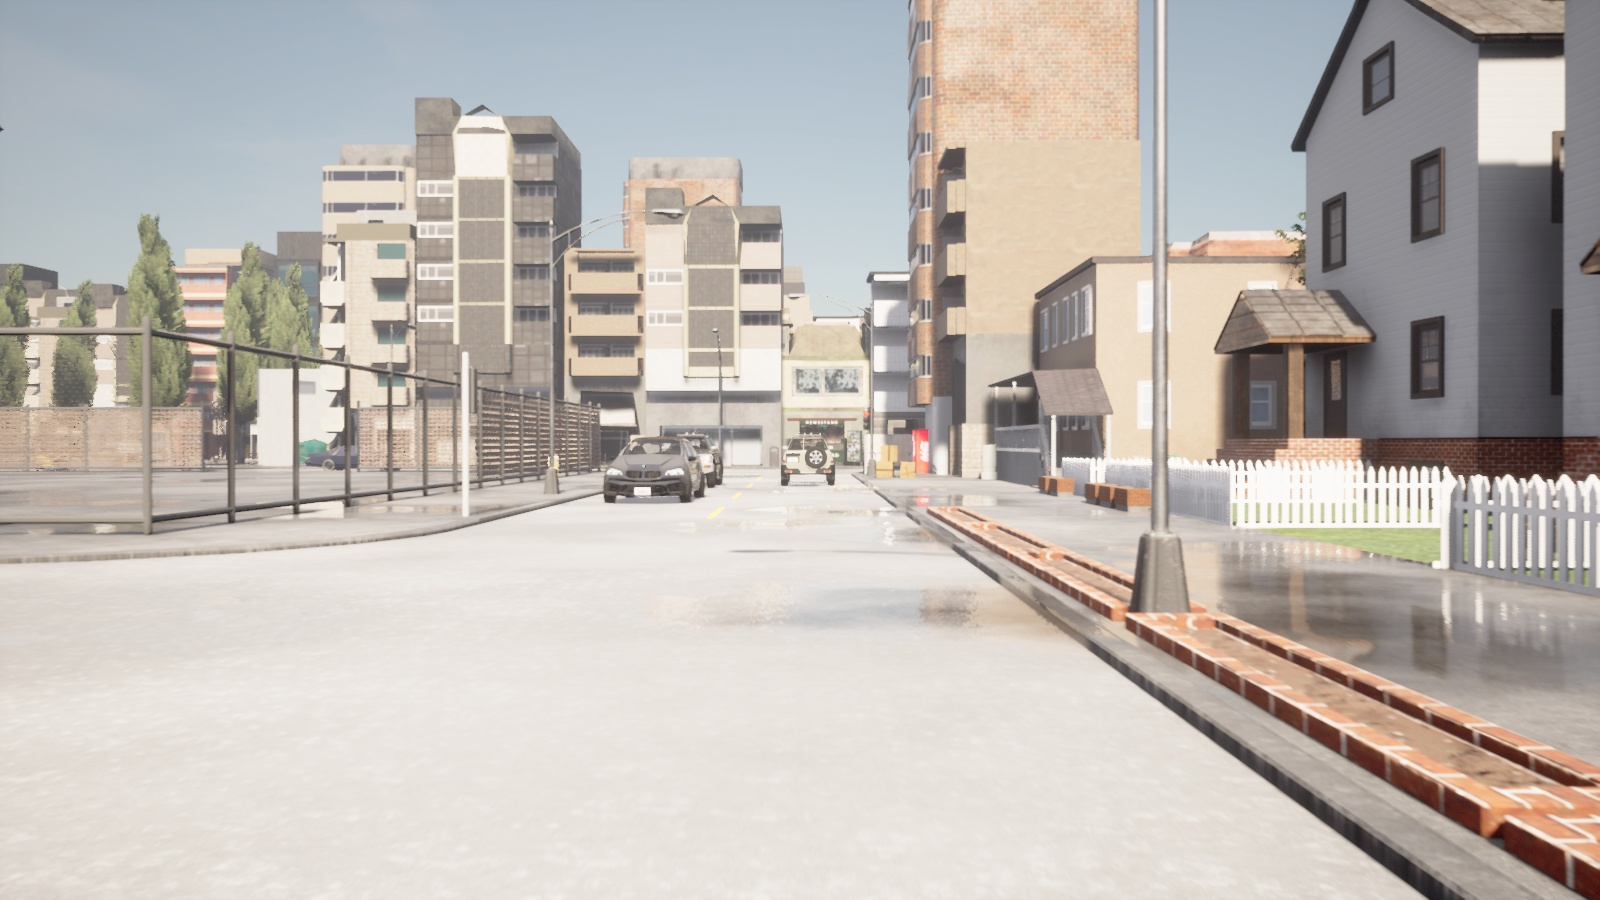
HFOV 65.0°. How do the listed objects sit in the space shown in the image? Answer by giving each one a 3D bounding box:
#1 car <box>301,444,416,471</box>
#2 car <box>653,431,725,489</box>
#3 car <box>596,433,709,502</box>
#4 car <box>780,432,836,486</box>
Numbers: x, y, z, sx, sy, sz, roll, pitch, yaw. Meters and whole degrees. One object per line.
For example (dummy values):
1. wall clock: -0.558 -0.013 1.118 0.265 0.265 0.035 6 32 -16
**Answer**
1. car: -23.333 0.401 66.464 5.357 1.411 2.033 0 0 1
2. car: -3.714 0.319 42.702 1.932 1.855 4.605 0 0 1
3. car: -3.749 0.403 32.726 2.242 1.667 4.611 0 0 2
4. car: 0.284 0.307 45.524 1.932 1.855 4.605 0 0 0
